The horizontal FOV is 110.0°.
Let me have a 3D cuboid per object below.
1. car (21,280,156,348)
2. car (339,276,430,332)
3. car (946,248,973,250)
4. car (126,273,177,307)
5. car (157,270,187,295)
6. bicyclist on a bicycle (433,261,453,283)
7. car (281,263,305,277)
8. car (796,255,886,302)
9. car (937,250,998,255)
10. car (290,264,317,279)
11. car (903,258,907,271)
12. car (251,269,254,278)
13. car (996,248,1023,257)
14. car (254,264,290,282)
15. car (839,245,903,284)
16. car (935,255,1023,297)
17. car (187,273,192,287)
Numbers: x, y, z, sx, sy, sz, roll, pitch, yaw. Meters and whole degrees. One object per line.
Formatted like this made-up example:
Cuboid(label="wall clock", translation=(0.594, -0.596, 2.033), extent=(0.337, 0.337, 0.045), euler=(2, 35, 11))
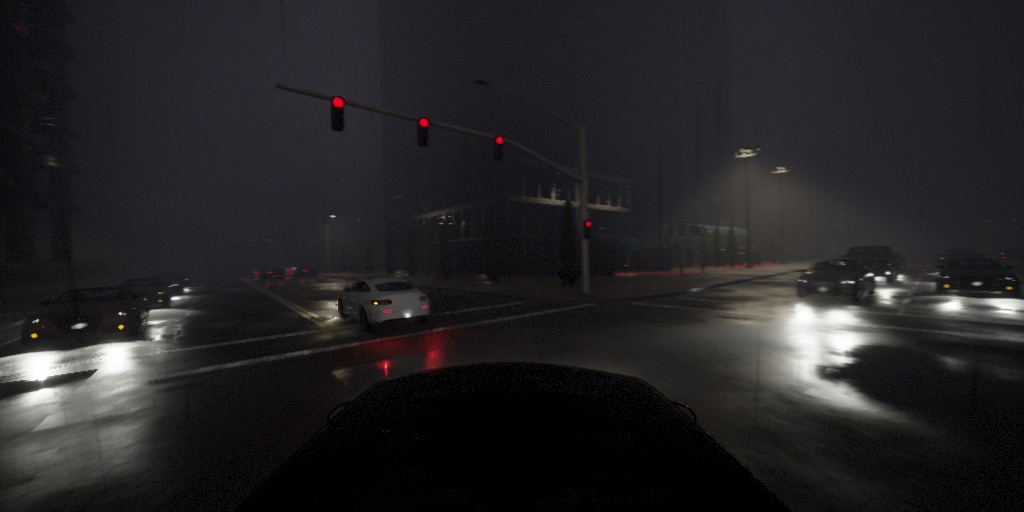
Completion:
Cuboid(label="car", translation=(-12.285, 1.628, 10.627), extent=(1.994, 1.385, 4.181), euler=(-2, 0, -40))
Cuboid(label="car", translation=(-4.173, 1.375, 11.470), extent=(1.812, 1.442, 4.674), euler=(-1, 0, -36))
Cuboid(label="car", translation=(33.024, 0.207, 26.449), extent=(4.553, 1.767, 2.097), euler=(-2, 0, -39))
Cuboid(label="car", translation=(-17.845, 1.768, 17.348), extent=(1.994, 1.385, 4.181), euler=(-2, 0, -41))
Cuboid(label="car", translation=(-23.399, 1.869, 24.093), extent=(1.812, 1.442, 4.674), euler=(-2, 0, -40))
Cuboid(label="bicyclist on a bicycle", translation=(-5.040, 1.158, 26.161), extent=(1.656, 1.620, 0.582), euler=(-2, 0, -40))
Cuboid(label="car", translation=(-29.723, 1.836, 48.515), extent=(2.097, 1.767, 4.553), euler=(-2, 0, -40))
Cuboid(label="car", translation=(13.116, 0.883, 14.470), extent=(4.902, 1.511, 2.128), euler=(-2, 0, -38))
Cuboid(label="car", translation=(25.457, 0.586, 20.175), extent=(4.674, 1.442, 1.812), euler=(-2, 0, -40))
Cuboid(label="car", translation=(-24.108, 1.835, 41.730), extent=(2.128, 1.511, 4.902), euler=(-2, 0, -40))
Cuboid(label="car", translation=(28.367, 0.468, 27.135), extent=(4.902, 1.511, 2.128), euler=(-2, 0, -40))
Cuboid(label="car", translation=(-31.619, 2.102, 45.301), extent=(1.994, 1.385, 4.181), euler=(-2, 0, -40))
Cuboid(label="car", translation=(49.712, -0.089, 35.836), extent=(4.892, 1.490, 1.837), euler=(-2, 0, -40))
Cuboid(label="car", translation=(-25.245, 1.869, 37.612), extent=(2.128, 1.511, 4.902), euler=(-2, 0, -40))
Cuboid(label="car", translation=(20.686, 0.407, 20.755), extent=(5.566, 2.045, 2.150), euler=(-2, 0, -40))
Cuboid(label="car", translation=(18.847, 0.804, 14.652), extent=(4.181, 1.385, 1.994), euler=(-2, 0, -40))
Cuboid(label="car", translation=(-30.208, 2.039, 32.370), extent=(1.812, 1.442, 4.674), euler=(-2, 0, -39))
